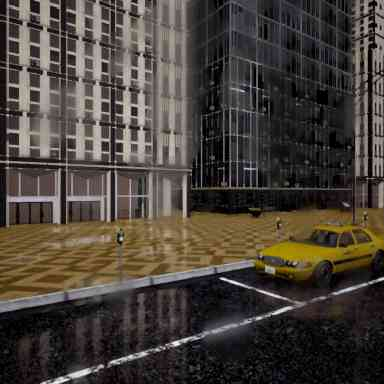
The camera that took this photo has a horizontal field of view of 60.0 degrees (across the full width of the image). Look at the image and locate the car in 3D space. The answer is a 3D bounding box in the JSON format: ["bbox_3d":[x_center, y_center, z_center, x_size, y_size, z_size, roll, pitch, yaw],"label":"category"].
[{"bbox_3d":[3.808,1.526,9.264,4.829,1.417,1.752,0,0,-35],"label":"car"}]
